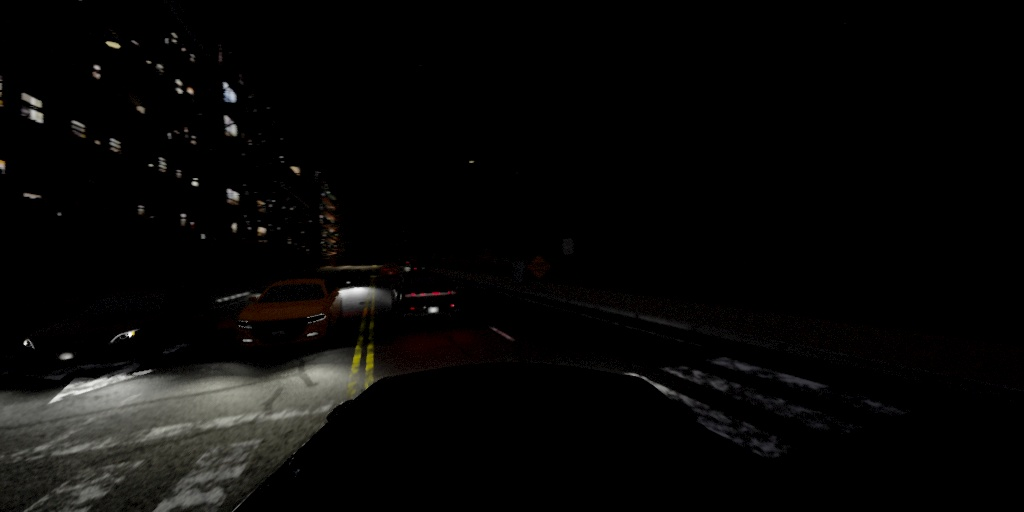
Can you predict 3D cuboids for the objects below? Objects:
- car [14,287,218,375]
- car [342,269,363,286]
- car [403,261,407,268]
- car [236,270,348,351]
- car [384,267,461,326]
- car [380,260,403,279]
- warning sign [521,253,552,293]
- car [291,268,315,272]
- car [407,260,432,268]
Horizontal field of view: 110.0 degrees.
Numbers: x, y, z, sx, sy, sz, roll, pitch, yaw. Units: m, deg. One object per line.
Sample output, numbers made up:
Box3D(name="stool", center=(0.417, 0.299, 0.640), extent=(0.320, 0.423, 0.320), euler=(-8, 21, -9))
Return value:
Box3D(name="car", center=(-8.860, 1.531, 8.634), extent=(1.812, 1.442, 4.674), euler=(-2, 1, -21))
Box3D(name="car", center=(-13.209, 1.715, 29.262), extent=(1.895, 1.301, 4.718), euler=(-2, 0, -21))
Box3D(name="car", center=(-14.046, 1.712, 50.053), extent=(1.895, 1.301, 4.718), euler=(-2, 0, -20))
Box3D(name="car", center=(-5.923, 1.390, 10.047), extent=(1.882, 1.535, 5.008), euler=(-2, 1, -21))
Box3D(name="car", center=(-3.056, 1.312, 12.246), extent=(2.128, 1.511, 4.902), euler=(-2, 0, -21))
Box3D(name="car", center=(-13.358, 1.583, 39.199), extent=(1.882, 1.535, 5.008), euler=(-2, 0, -20))
Box3D(name="warning sign", center=(1.365, 0.793, 17.512), extent=(1.300, 1.860, 1.060), euler=(0, 0, -21))
Box3D(name="car", center=(-15.959, 1.707, 27.345), extent=(1.837, 1.490, 4.892), euler=(-2, 0, -21))
Box3D(name="car", center=(-10.079, 1.355, 39.681), extent=(2.097, 1.767, 4.553), euler=(-2, 0, -20))
